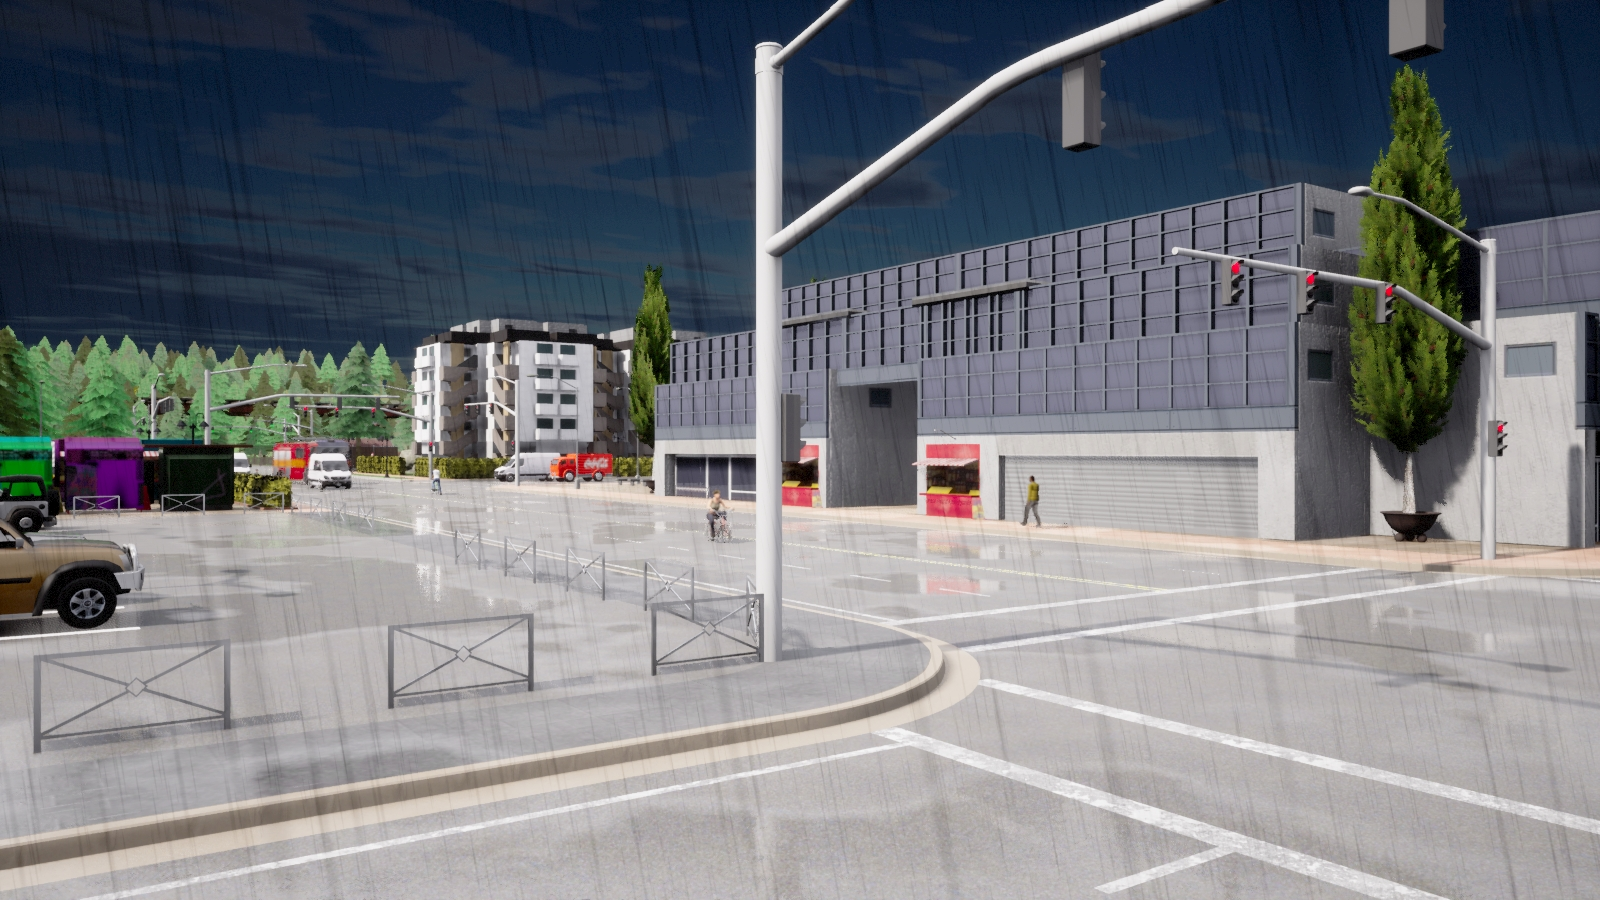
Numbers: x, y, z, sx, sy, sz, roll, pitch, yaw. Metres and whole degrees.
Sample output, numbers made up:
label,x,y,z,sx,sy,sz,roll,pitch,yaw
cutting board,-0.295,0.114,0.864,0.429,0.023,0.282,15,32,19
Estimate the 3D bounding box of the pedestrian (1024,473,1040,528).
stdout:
label,x,y,z,sx,sy,sz,roll,pitch,yaw
pedestrian,7.817,1.696,38.562,0.375,1.860,0.375,0,0,-28
